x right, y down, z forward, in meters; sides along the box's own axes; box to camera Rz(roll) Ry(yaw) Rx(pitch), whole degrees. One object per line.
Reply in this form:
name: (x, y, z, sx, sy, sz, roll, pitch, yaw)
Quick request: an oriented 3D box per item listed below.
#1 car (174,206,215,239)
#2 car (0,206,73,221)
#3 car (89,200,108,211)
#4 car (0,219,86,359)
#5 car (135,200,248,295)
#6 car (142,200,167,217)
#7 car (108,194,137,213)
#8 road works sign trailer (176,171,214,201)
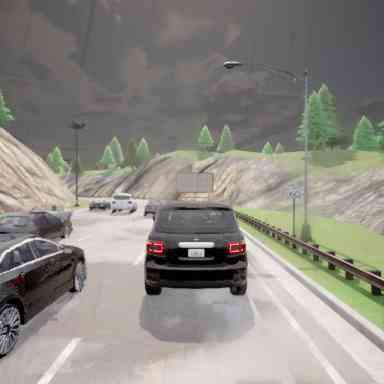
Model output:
car: (0.113, 1.559, 18.064, 1.994, 1.385, 4.181, 0, 0, 0)
car: (-6.918, 1.547, 14.301, 2.033, 1.411, 5.357, 0, 0, 0)
car: (-11.268, 1.600, 40.867, 1.895, 1.301, 4.718, 0, 0, -5)
car: (-3.406, 1.491, 5.937, 2.128, 1.511, 4.902, 0, 0, 0)
car: (0.088, 1.221, 8.840, 2.150, 2.045, 5.566, 0, 0, 0)
car: (-3.590, 1.547, 32.407, 2.033, 1.411, 5.357, 0, 0, -2)
car: (-7.379, 1.224, 36.699, 2.150, 2.045, 5.566, 0, 0, -4)
road works sign trailer: (0.188, 0.464, 21.561, 2.380, 3.560, 2.880, 0, 0, 0)
